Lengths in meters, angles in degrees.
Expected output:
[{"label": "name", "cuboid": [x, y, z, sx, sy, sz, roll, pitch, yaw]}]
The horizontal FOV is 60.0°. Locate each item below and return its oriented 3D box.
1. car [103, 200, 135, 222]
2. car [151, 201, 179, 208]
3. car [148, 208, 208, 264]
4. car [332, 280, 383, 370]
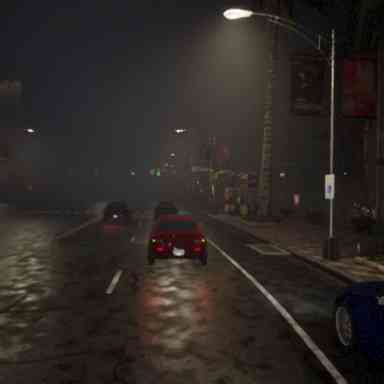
[{"label": "car", "cuboid": [-5.461, 1.406, 24.952, 1.837, 1.490, 4.892, 1, 0, -7]}, {"label": "car", "cuboid": [-2.050, 1.455, 25.889, 1.837, 1.490, 4.892, 1, 0, -6]}, {"label": "car", "cuboid": [-0.558, 1.508, 11.609, 1.812, 1.442, 4.674, 1, 0, -5]}, {"label": "car", "cuboid": [3.071, 1.567, 3.260, 1.812, 1.442, 4.674, 1, 0, 1]}]
